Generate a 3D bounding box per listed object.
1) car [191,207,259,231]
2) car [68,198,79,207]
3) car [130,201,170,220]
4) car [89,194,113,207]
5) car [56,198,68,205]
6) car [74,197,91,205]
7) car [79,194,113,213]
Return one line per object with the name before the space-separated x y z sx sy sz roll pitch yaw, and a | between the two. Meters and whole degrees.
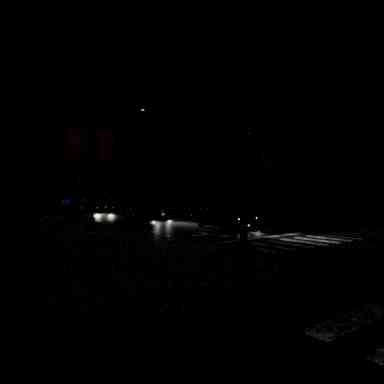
car | 2.043 1.658 21.331 1.895 1.301 4.718 0 0 -36
car | -18.952 1.819 56.556 1.895 1.301 4.718 0 0 -36
car | -3.814 1.587 29.505 2.128 1.511 4.902 0 0 -36
car | -15.869 1.443 57.826 2.150 2.045 5.566 0 0 -35
car | -25.091 1.819 65.119 1.994 1.385 4.181 0 0 -36
car | -21.821 1.760 66.136 1.837 1.490 4.892 0 0 -36
car | -11.385 1.368 40.098 2.150 2.045 5.566 0 0 -35
